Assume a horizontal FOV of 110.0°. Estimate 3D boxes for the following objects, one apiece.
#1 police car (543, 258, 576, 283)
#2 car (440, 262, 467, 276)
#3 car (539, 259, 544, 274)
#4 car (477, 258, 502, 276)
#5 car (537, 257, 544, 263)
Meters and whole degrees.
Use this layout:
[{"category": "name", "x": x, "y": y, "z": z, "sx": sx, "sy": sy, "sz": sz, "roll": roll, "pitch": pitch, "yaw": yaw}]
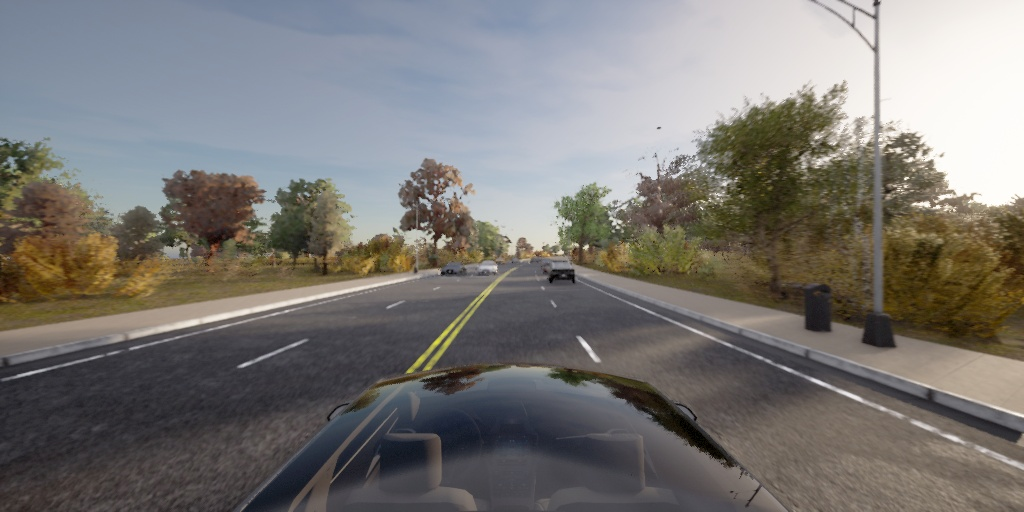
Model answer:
[{"category": "police car", "x": 3.711, "y": 1.170, "z": 27.746, "sx": 1.930, "sy": 1.638, "sz": 5.238, "roll": 0, "pitch": 0, "yaw": 2}, {"category": "car", "x": -5.763, "y": 1.281, "z": 35.820, "sx": 1.994, "sy": 1.385, "sz": 4.181, "roll": 0, "pitch": 0, "yaw": 3}, {"category": "car", "x": 4.190, "y": 1.334, "z": 38.580, "sx": 1.895, "sy": 1.301, "sz": 4.718, "roll": 0, "pitch": 0, "yaw": 3}, {"category": "car", "x": -2.454, "y": 1.247, "z": 37.151, "sx": 1.812, "sy": 1.442, "sz": 4.674, "roll": 0, "pitch": 0, "yaw": 3}, {"category": "car", "x": 4.840, "y": 1.211, "z": 49.455, "sx": 2.128, "sy": 1.511, "sz": 4.902, "roll": 0, "pitch": 0, "yaw": 4}]
